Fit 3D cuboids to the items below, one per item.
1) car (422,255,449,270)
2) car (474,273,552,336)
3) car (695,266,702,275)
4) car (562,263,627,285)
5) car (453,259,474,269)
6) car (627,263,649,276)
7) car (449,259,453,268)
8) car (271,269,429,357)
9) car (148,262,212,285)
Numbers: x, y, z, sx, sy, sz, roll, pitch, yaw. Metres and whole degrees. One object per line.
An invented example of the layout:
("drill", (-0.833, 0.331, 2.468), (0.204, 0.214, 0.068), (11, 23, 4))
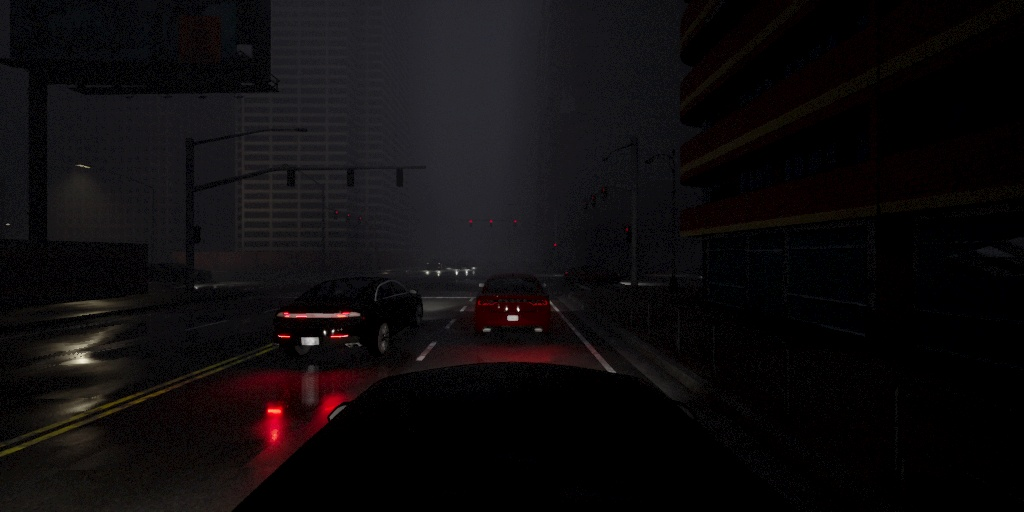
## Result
("car", (-10.963, 1.102, 51.705), (2.097, 1.767, 4.553), (0, 0, 0))
("car", (0.012, 1.228, 10.440), (1.882, 1.535, 5.008), (0, 0, 0))
("car", (21.452, 1.228, 36.698), (5.008, 1.535, 1.882), (0, 0, 0))
("car", (5.744, 1.314, 26.011), (4.181, 1.385, 1.994), (0, 0, -1))
("car", (-7.489, 1.255, 55.614), (1.837, 1.490, 4.892), (0, 0, 0))
("car", (11.326, 1.351, 36.748), (4.718, 1.301, 1.895), (0, 0, 2))
("car", (-11.011, 1.297, 61.904), (2.033, 1.411, 5.357), (0, 0, 0))
("car", (-3.476, 1.242, 8.552), (2.128, 1.511, 4.902), (0, 0, -1))
("car", (-24.599, 1.228, 25.948), (5.008, 1.535, 1.882), (0, 0, 0))
